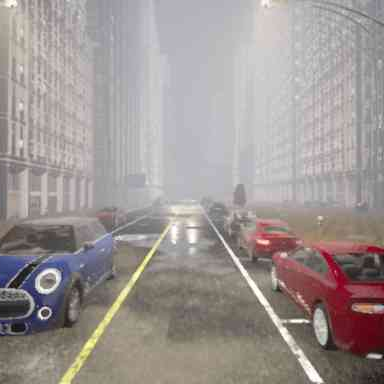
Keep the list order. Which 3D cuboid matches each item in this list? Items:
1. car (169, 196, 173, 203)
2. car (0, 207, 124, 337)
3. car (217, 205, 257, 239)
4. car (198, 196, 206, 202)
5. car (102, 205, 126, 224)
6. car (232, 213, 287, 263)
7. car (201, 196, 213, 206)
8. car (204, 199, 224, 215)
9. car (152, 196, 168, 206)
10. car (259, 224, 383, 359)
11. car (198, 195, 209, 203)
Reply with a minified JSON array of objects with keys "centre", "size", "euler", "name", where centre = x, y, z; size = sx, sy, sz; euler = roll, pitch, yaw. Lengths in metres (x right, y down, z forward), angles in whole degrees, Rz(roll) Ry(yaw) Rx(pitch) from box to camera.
[{"centre":[-5.853,1.817,74.353],"size":[2.008,1.369,4.403],"euler":[0,0,0],"name":"car"},{"centre":[-3.018,1.378,7.013],"size":[2.097,1.767,4.553],"euler":[0,0,0],"name":"car"},{"centre":[2.659,1.605,17.459],"size":[2.008,1.369,4.403],"euler":[0,0,0],"name":"car"},{"centre":[2.502,1.846,85.725],"size":[1.887,1.381,4.507],"euler":[0,0,0],"name":"car"},{"centre":[-5.735,1.627,23.151],"size":[1.887,1.381,4.507],"euler":[0,0,0],"name":"car"},{"centre":[2.672,1.617,11.770],"size":[1.802,1.307,4.206],"euler":[0,0,0],"name":"car"},{"centre":[2.593,1.678,46.073],"size":[1.752,1.417,4.829],"euler":[0,0,0],"name":"car"},{"centre":[2.620,1.679,34.525],"size":[1.947,1.339,4.313],"euler":[0,0,0],"name":"car"},{"centre":[-5.813,1.753,57.285],"size":[2.008,1.369,4.403],"euler":[0,0,0],"name":"car"},{"centre":[2.685,1.562,6.081],"size":[1.887,1.381,4.507],"euler":[0,0,0],"name":"car"},{"centre":[2.569,1.508,57.282],"size":[2.192,1.841,5.009],"euler":[0,0,0],"name":"car"}]
